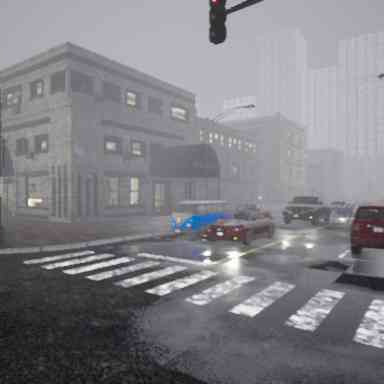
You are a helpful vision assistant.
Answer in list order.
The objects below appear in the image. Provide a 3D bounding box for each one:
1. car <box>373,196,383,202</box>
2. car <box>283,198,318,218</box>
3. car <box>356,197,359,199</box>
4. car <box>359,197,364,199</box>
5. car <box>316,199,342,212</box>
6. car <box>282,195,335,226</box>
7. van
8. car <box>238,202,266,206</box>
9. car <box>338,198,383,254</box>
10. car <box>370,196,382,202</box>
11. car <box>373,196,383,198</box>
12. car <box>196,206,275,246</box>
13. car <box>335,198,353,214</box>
[{"bbox_3d":[45.321,1.615,80.542,1.887,1.381,4.507,0,0,35],"label":"car"},{"bbox_3d":[10.134,1.438,31.002,1.967,1.590,4.097,0,0,35],"label":"car"},{"bbox_3d":[22.830,1.542,48.877,1.752,1.417,4.829,0,0,35],"label":"car"},{"bbox_3d":[29.327,1.581,58.024,2.008,1.369,4.403,0,0,35],"label":"car"},{"bbox_3d":[16.531,1.556,40.008,2.008,1.369,4.403,0,0,35],"label":"car"},{"bbox_3d":[8.414,1.218,24.101,2.150,2.045,5.566,0,0,35],"label":"car"},{"bbox_3d":[0.537,1.333,17.490,1.690,1.788,3.998,0,0,35],"label":"van"},{"bbox_3d":[3.736,1.433,21.994,1.967,1.590,4.097,0,0,35],"label":"car"},{"bbox_3d":[7.370,1.310,12.640,2.192,1.841,5.009,0,0,35],"label":"car"},{"bbox_3d":[42.122,1.612,76.038,2.008,1.369,4.403,0,0,35],"label":"car"},{"bbox_3d":[10.569,1.311,17.144,2.192,1.841,5.009,0,0,35],"label":"car"},{"bbox_3d":[2.288,1.557,15.486,1.994,1.385,4.181,0,0,35],"label":"car"},{"bbox_3d":[14.273,1.527,32.338,1.812,1.442,4.674,0,0,36],"label":"car"}]
